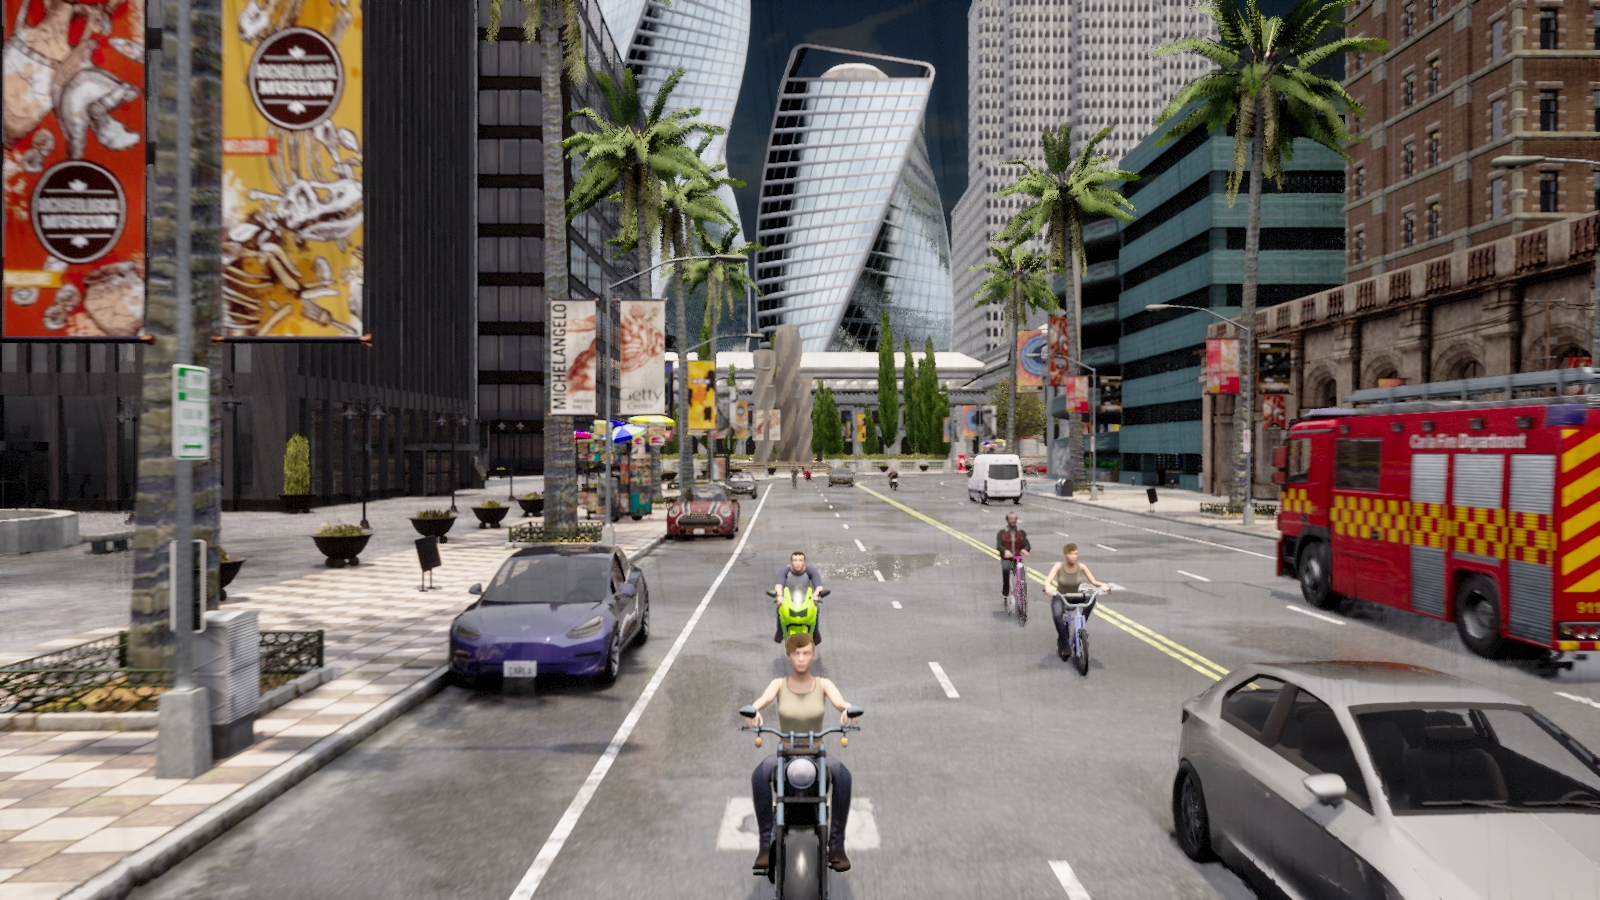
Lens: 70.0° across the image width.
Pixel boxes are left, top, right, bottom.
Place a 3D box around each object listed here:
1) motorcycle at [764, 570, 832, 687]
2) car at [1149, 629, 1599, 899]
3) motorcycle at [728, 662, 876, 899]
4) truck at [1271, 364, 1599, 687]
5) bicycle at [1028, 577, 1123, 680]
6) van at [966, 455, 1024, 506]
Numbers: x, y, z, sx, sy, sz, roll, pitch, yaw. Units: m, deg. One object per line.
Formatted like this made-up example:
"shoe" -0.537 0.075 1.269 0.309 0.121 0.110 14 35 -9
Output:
"motorcycle" -0.023 2.211 14.517 0.803 1.145 2.033 0 1 0
"car" 3.500 2.065 6.388 1.816 1.474 4.193 0 0 0
"motorcycle" 0.011 2.170 7.044 0.764 1.277 2.356 0 0 0
"truck" 10.488 0.890 17.769 2.891 3.827 8.468 0 0 0
"bicycle" 3.497 2.256 14.633 0.859 1.080 1.487 0 0 0
"van" 10.236 1.533 60.387 1.988 2.561 5.915 0 0 -1
